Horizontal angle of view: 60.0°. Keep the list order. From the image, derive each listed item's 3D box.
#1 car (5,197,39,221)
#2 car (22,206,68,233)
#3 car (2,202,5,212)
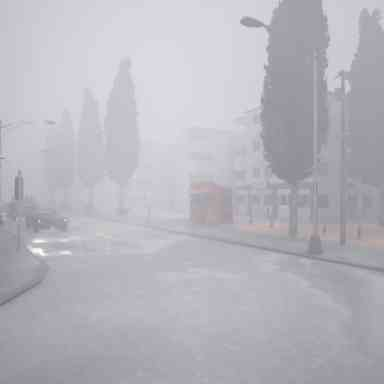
[{"bbox_3d":[-15.644,1.479,30.900,2.150,2.045,5.566,1,0,-33],"label":"car"},{"bbox_3d":[-9.372,1.786,21.363,1.895,1.301,4.718,1,-1,-33],"label":"car"},{"bbox_3d":[-24.302,1.972,44.224,1.895,1.301,4.718,1,-1,-33],"label":"car"}]
